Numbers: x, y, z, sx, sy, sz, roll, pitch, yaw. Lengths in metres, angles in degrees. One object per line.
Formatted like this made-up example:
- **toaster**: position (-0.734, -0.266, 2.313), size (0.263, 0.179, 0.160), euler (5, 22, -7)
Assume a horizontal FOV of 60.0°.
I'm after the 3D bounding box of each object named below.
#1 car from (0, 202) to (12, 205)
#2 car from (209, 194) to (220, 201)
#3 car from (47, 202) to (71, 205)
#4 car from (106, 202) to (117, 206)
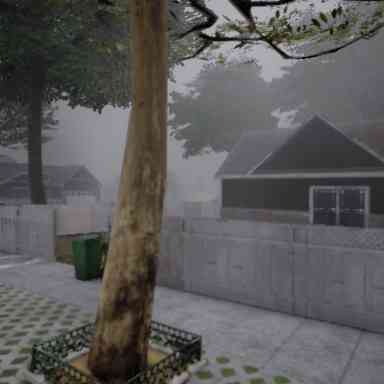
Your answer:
- **car**: position (-14.039, 1.461, 22.725), size (1.837, 1.490, 4.892), euler (1, 0, 35)
- **car**: position (4.576, 1.301, 49.271), size (2.150, 2.045, 5.566), euler (1, 0, 35)
- **car**: position (-9.543, 1.513, 24.127), size (1.837, 1.490, 4.892), euler (1, 0, 36)
- **car**: position (-7.488, 1.600, 32.109), size (1.895, 1.301, 4.718), euler (1, 0, 35)
